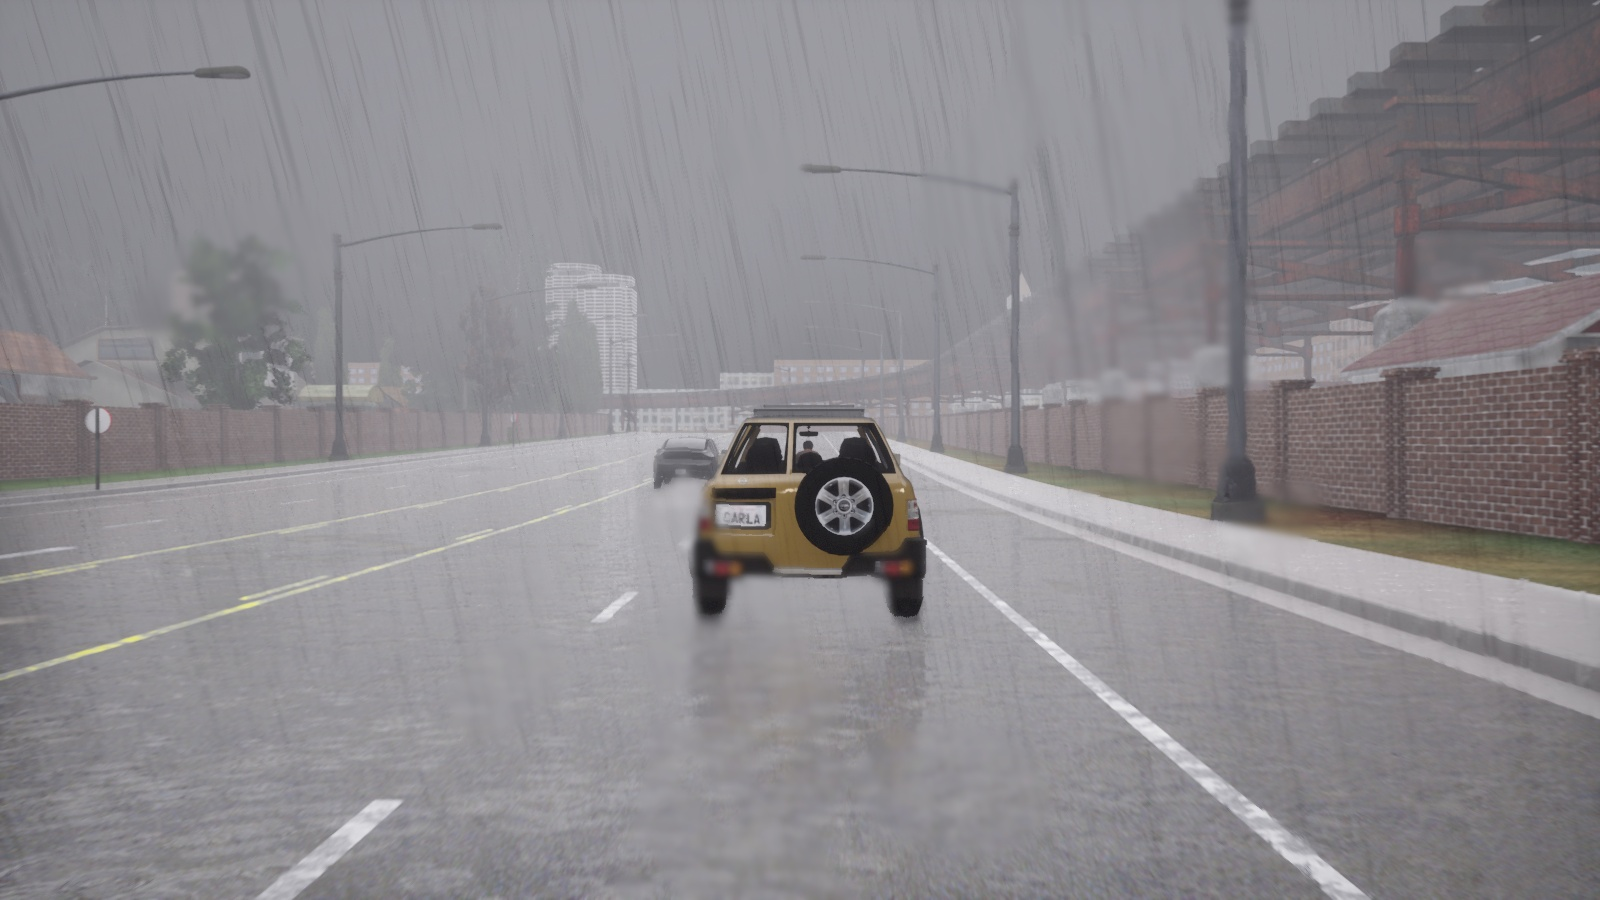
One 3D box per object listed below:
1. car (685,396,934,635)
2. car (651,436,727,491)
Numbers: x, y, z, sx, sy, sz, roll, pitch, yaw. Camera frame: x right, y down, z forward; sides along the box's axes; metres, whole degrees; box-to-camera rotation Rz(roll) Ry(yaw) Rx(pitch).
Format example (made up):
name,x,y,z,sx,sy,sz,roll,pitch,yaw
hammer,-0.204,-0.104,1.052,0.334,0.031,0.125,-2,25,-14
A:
name,x,y,z,sx,sy,sz,roll,pitch,yaw
car,0.085,0.495,12.077,1.932,1.855,4.605,0,0,0
car,-3.267,0.360,37.822,1.837,1.490,4.892,0,1,0
